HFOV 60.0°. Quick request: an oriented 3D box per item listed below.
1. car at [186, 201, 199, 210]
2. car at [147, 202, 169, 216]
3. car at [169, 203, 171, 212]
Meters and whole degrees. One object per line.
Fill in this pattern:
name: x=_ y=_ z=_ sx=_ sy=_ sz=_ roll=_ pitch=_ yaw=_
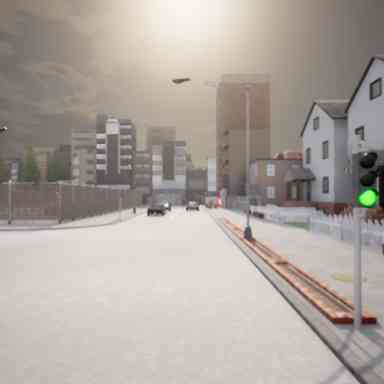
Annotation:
car: x=0.105 y=2.177 z=52.581 sx=1.994 sy=1.385 sz=4.181 roll=0 pitch=-1 yaw=0
car: x=-4.094 y=2.055 z=38.929 sx=1.895 sy=1.301 sz=4.718 roll=0 pitch=-1 yaw=0
car: x=-4.081 y=2.135 z=48.998 sx=1.994 sy=1.385 sz=4.181 roll=0 pitch=-1 yaw=0
